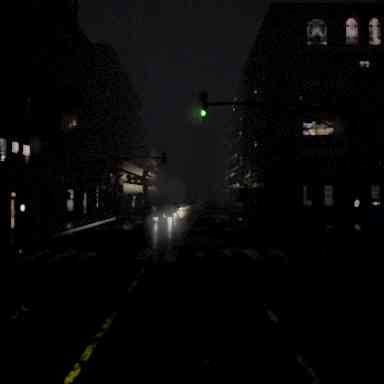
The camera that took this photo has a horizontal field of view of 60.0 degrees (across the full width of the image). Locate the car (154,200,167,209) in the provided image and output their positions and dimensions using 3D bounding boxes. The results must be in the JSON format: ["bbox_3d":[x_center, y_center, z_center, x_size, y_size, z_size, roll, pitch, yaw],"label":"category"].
[{"bbox_3d":[-5.647,2.206,60.079,1.967,1.590,4.097,-1,-1,0],"label":"car"}]

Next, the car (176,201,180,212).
[{"bbox_3d":[-3.036,2.131,47.818,1.812,1.442,4.674,0,-1,0],"label":"car"}]

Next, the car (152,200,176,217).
[{"bbox_3d":[-3.063,1.997,37.504,1.812,1.442,4.674,0,-1,0],"label":"car"}]

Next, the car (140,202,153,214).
[{"bbox_3d":[-5.660,2.100,43.496,2.008,1.369,4.403,0,-1,0],"label":"car"}]

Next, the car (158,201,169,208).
[{"bbox_3d":[-5.641,2.421,65.605,1.802,1.307,4.206,-1,-1,0],"label":"car"}]

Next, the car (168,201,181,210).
[{"bbox_3d":[-3.023,2.292,58.442,2.033,1.411,5.357,0,-1,1],"label":"car"}]

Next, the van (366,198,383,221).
[{"bbox_3d":[15.663,1.353,25.579,3.998,1.788,1.690,-1,1,-1],"label":"van"}]

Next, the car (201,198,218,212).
[{"bbox_3d":[2.723,2.061,49.012,1.967,1.590,4.097,-1,-1,0],"label":"car"}]

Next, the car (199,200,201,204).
[{"bbox_3d":[2.739,2.390,65.592,2.008,1.369,4.403,-1,-1,0],"label":"car"}]

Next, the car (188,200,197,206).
[{"bbox_3d":[0.068,2.522,77.519,1.812,1.442,4.674,0,-1,0],"label":"car"}]

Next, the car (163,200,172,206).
[{"bbox_3d":[-5.632,2.509,76.490,1.752,1.417,4.829,-1,-1,0],"label":"car"}]

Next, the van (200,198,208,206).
[{"bbox_3d":[2.747,2.327,76.650,1.690,1.788,3.998,-1,-1,0],"label":"van"}]

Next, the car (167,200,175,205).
[{"bbox_3d":[-5.621,2.718,87.715,1.802,1.307,4.206,-1,-1,0],"label":"car"}]

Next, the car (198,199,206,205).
[{"bbox_3d":[2.763,2.755,93.230,1.887,1.381,4.507,-1,-1,0],"label":"car"}]

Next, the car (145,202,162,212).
[{"bbox_3d":[-5.656,2.187,49.022,1.947,1.339,4.313,0,-1,0],"label":"car"}]
